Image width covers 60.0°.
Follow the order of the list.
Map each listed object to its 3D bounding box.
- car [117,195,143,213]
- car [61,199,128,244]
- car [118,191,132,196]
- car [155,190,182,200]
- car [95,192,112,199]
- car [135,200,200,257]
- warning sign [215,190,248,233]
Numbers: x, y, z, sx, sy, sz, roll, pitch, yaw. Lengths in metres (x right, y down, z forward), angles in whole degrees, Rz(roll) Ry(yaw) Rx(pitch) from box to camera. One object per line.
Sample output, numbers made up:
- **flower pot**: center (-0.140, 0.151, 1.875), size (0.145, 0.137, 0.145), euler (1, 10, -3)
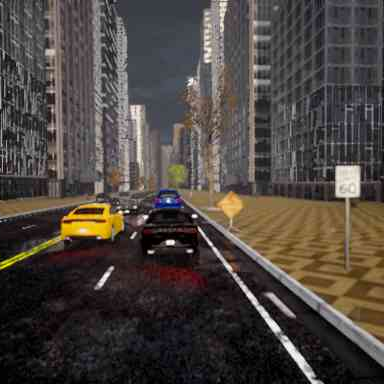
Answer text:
- **car**: center (-5.267, 1.215, 28.450), size (1.895, 1.301, 4.718), euler (-1, 1, -4)
- **car**: center (-4.233, 1.291, 14.822), size (1.882, 1.535, 5.008), euler (-1, 0, -4)
- **car**: center (-10.438, 0.657, 51.941), size (2.097, 1.767, 4.553), euler (-1, 1, -4)
- **car**: center (-2.046, 0.796, 28.941), size (2.150, 2.045, 5.566), euler (-1, 1, -4)
- **car**: center (-13.650, 0.851, 51.328), size (1.837, 1.490, 4.892), euler (-1, 1, -4)
- **car**: center (-0.801, 1.294, 12.299), size (1.882, 1.535, 5.008), euler (-1, 1, -4)
- **warning sign**: center (1.794, 0.860, 15.230), size (1.300, 1.860, 1.060), euler (0, 2, -4)
